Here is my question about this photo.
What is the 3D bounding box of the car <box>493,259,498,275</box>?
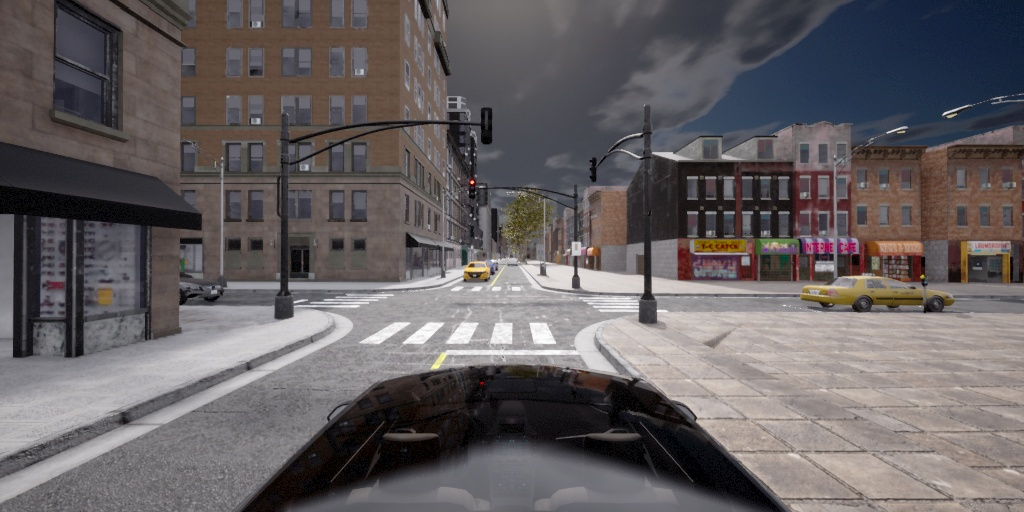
[{"bbox_3d":[-2.860,1.209,39.205,1.882,1.535,5.008,0,0,0],"label":"car"}]

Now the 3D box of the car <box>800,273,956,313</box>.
[{"bbox_3d":[13.881,1.346,13.711,4.829,1.417,1.751,0,0,0],"label":"car"}]

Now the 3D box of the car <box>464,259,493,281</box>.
[{"bbox_3d":[-2.849,1.214,29.800,1.882,1.535,5.008,0,0,0],"label":"car"}]

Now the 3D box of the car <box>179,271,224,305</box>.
[{"bbox_3d":[-14.412,1.195,14.537,4.674,1.442,1.812,0,0,0],"label":"car"}]
